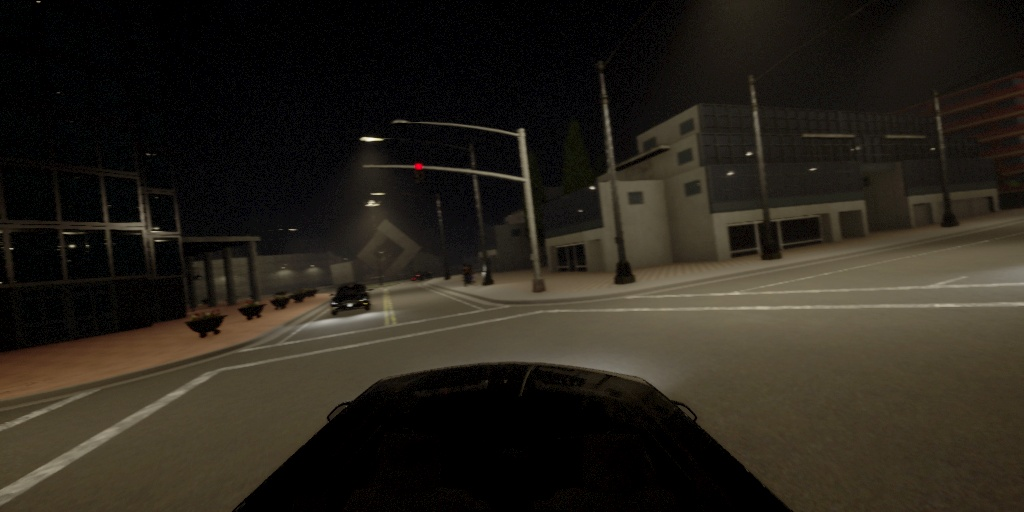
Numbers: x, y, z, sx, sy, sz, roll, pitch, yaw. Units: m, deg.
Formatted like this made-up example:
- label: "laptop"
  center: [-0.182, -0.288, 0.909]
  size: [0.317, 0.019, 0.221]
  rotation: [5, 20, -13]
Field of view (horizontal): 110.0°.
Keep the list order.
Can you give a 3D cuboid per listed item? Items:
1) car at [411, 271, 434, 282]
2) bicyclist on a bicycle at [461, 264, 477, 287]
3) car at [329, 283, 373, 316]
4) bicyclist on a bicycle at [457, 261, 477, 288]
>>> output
- label: "car"
  center: [-13.086, 2.908, 52.491]
  size: [1.837, 1.490, 4.892]
  rotation: [-8, 0, 8]
- label: "bicyclist on a bicycle"
  center: [-3.098, 1.464, 26.309]
  size: [0.582, 1.620, 1.656]
  rotation: [-6, 0, -43]
- label: "car"
  center: [-9.019, 2.334, 20.326]
  size: [1.837, 1.490, 4.892]
  rotation: [-7, 0, -20]
- label: "bicyclist on a bicycle"
  center: [-3.573, 1.435, 28.213]
  size: [0.582, 1.620, 1.656]
  rotation: [-20, 28, -41]
